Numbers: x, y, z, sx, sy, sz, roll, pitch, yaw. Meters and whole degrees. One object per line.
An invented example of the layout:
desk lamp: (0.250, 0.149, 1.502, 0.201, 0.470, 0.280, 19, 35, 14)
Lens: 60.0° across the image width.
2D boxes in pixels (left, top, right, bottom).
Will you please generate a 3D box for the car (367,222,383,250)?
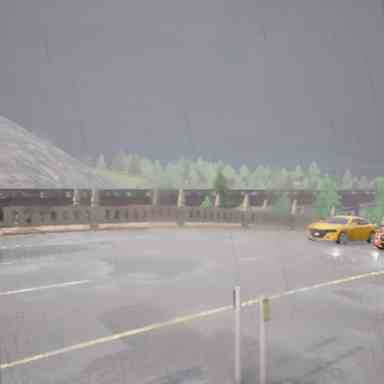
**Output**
car: (10.739, 1.962, 15.951, 4.553, 1.767, 2.097, 5, -3, -35)

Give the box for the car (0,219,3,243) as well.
car: (-9.101, 1.225, 10.397, 5.566, 2.045, 2.150, 0, 0, -36)

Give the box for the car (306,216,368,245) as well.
car: (8.488, 2.069, 18.644, 5.008, 1.535, 1.882, 5, -3, -35)
